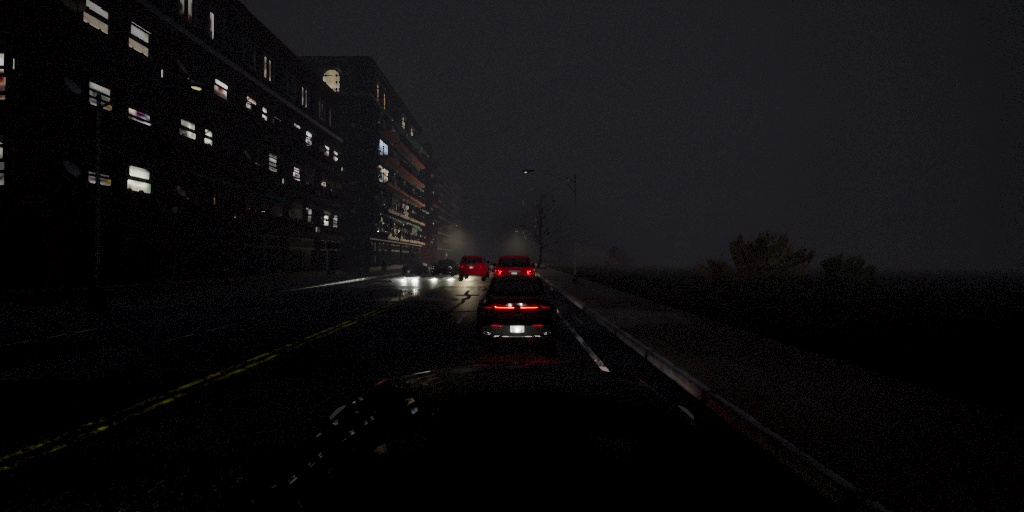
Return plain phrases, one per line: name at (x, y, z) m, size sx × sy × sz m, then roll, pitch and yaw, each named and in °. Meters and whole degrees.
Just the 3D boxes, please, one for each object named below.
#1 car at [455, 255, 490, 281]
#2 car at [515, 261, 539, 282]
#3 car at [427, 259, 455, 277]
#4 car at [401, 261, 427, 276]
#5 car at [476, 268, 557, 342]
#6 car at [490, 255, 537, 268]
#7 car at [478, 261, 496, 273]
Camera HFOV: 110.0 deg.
car at (-3.126, 0.975, 30.228) m, size 2.150 × 2.045 × 5.566 m, roll 0°, pitch 0°, yaw 0°
car at (1.163, 1.209, 30.551) m, size 1.801 × 1.575 × 5.366 m, roll 0°, pitch 0°, yaw 0°
car at (-6.572, 1.105, 35.344) m, size 2.097 × 1.767 × 4.553 m, roll 0°, pitch 0°, yaw 0°
car at (-9.821, 1.245, 36.541) m, size 2.128 × 1.511 × 4.902 m, roll 0°, pitch 0°, yaw 0°
car at (0.109, 1.256, 9.796) m, size 1.837 × 1.490 × 4.892 m, roll 0°, pitch 0°, yaw 0°
car at (0.116, 0.974, 20.143) m, size 2.150 × 2.045 × 5.566 m, roll 0°, pitch 0°, yaw 0°
car at (-3.111, 1.354, 45.182) m, size 1.895 × 1.301 × 4.718 m, roll 0°, pitch 0°, yaw 0°
